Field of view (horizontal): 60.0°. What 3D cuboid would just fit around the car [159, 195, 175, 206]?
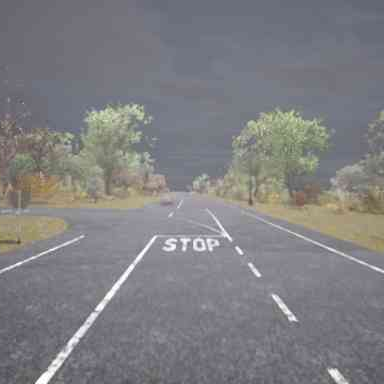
[{"bbox_3d":[-3.561,1.235,48.390,1.812,1.442,4.674,0,0,0],"label":"car"}]
